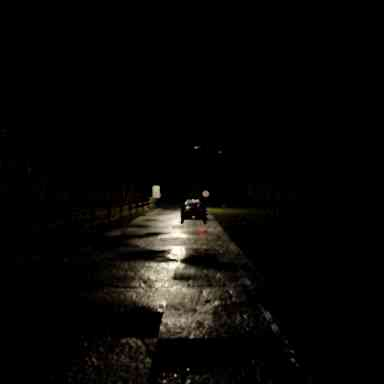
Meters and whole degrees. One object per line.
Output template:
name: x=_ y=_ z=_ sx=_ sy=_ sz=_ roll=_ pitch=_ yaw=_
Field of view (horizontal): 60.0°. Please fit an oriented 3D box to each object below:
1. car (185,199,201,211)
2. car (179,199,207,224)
car: x=0.116 y=1.541 z=40.319 sx=1.895 sy=1.301 sz=4.718 roll=0 pitch=0 yaw=0
car: x=0.109 y=1.462 z=24.660 sx=2.128 sy=1.511 sz=4.902 roll=0 pitch=0 yaw=0
